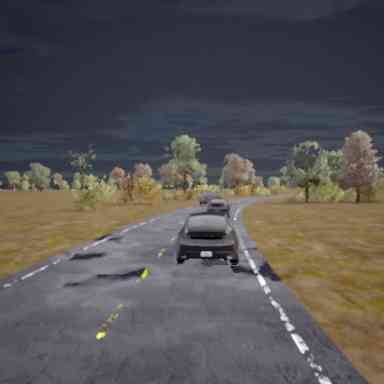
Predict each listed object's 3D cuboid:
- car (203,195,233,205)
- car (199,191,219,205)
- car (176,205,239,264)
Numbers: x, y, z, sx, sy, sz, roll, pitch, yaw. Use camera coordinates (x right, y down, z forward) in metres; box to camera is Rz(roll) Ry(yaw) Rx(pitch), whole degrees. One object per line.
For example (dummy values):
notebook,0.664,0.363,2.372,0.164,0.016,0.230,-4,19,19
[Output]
car,2.366,1.275,28.471,1.837,1.490,4.892,0,0,9
car,2.521,0.848,45.972,2.150,2.045,5.566,0,0,14
car,0.547,1.415,11.467,1.837,1.490,4.892,0,1,4
